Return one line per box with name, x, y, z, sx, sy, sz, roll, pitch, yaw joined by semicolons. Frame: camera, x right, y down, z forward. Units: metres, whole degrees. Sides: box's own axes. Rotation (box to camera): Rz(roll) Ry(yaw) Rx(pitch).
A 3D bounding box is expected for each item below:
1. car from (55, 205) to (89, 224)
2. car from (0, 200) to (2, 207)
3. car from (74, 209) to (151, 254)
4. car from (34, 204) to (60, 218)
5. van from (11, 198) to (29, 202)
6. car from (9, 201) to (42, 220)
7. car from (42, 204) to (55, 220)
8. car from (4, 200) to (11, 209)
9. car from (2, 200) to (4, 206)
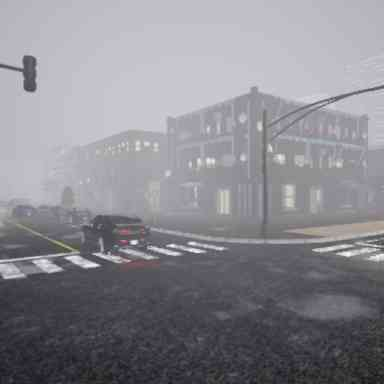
car;-9.535;1.832;27.515;2.008;1.369;4.403;-1;0;-35
car;-38.412;2.389;68.108;1.947;1.339;4.313;-1;0;-35
car;-3.390;1.632;14.210;1.837;1.490;4.892;1;-1;-32
car;-15.951;1.989;36.536;1.802;1.307;4.206;-1;0;-35
van;-25.582;1.931;50.067;1.690;1.788;3.998;-1;0;-35
car;-16.417;1.921;32.757;1.812;1.442;4.674;-1;0;-35
car;-12.743;1.927;32.026;1.802;1.307;4.206;-1;0;-35
car;-28.792;1.964;54.577;2.192;1.841;5.009;-1;0;-35
car;-31.995;2.252;59.087;1.887;1.381;4.507;-1;0;-35
